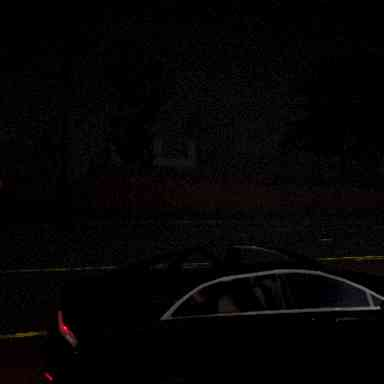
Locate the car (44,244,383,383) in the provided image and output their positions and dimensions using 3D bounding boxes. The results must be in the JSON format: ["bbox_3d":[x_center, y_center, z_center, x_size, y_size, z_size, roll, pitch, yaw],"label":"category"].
[{"bbox_3d":[0.943,1.423,3.924,4.902,1.511,2.128,1,1,-16],"label":"car"}]
